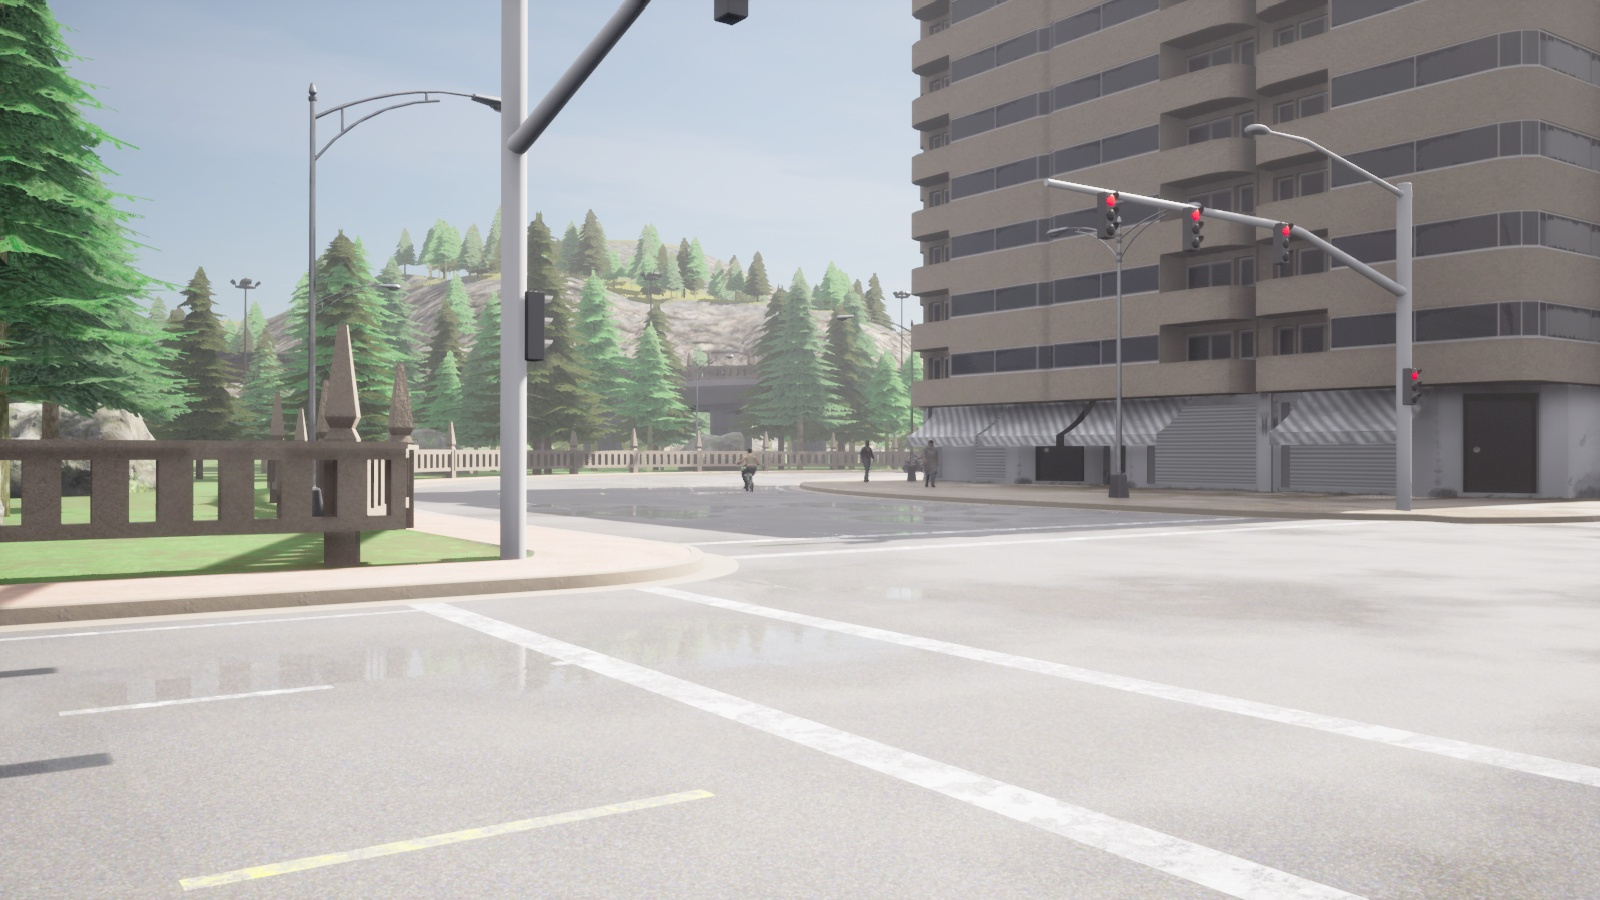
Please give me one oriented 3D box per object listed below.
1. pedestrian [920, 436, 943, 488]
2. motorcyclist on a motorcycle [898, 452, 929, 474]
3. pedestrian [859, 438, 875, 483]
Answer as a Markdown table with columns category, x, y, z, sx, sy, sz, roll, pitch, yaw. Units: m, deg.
| category | x | y | z | sx | sy | sz | roll | pitch | yaw |
| --- | --- | --- | --- | --- | --- | --- | --- | --- | --- |
| pedestrian | 4.918 | 0.446 | 46.998 | 0.659 | 1.952 | 0.873 | 0 | 0 | -8 |
| motorcyclist on a motorcycle | 8.243 | 0.926 | 90.805 | 2.191 | 1.530 | 0.866 | 0 | 0 | -35 |
| pedestrian | 2.914 | 0.465 | 54.381 | 0.402 | 1.930 | 0.666 | 0 | 0 | -26 |
